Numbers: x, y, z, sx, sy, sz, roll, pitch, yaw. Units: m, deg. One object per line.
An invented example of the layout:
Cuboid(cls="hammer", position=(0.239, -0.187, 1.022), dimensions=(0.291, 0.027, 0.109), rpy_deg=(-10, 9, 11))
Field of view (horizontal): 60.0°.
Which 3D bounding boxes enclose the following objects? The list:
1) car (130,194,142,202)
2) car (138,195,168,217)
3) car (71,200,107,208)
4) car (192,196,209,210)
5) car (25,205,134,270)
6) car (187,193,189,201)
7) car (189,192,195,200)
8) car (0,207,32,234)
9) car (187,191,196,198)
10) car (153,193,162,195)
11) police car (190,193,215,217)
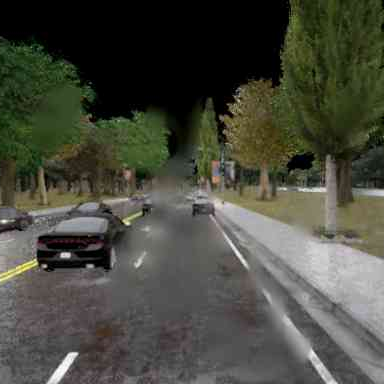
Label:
Cuboid(cls="car", position=(-9.800, 1.047, 59.740), dimensions=(1.994, 1.385, 4.181), rpy_deg=(0, 1, 1))
Cuboid(cls="car", position=(-3.157, 1.274, 29.148), dimensions=(1.882, 1.535, 5.008), rpy_deg=(0, 0, 0))
Cuboid(cls="car", position=(-6.603, 1.337, 21.644), dimensions=(1.882, 1.535, 5.008), rpy_deg=(0, 0, 0))
Cuboid(cls="car", position=(0.966, 1.209, 39.002), dimensions=(1.837, 1.490, 4.892), rpy_deg=(0, 1, 0))
Cuboid(cls="car", position=(-3.153, 1.414, 10.766), dimensions=(1.882, 1.535, 5.008), rpy_deg=(0, 0, 0))
Cuboid(cls="car", position=(-0.014, 1.047, 62.851), dimensions=(1.895, 1.301, 4.718), rpy_deg=(0, 1, 0))
Cuboid(cls="car", position=(0.964, 0.995, 44.970), dimensions=(2.097, 1.767, 4.553), rpy_deg=(0, 1, 0))
Cuboid(cls="car", position=(-9.854, 1.445, 16.501), dimensions=(2.033, 1.411, 5.357), rpy_deg=(0, 0, 0))
Cuboid(cls="car", position=(-0.018, 0.647, 80.422), dimensions=(2.128, 1.511, 4.902), rpy_deg=(0, 1, 0))
Cuboid(cls="car", position=(-6.536, 0.941, 63.064), dimensions=(2.128, 1.511, 4.902), rpy_deg=(0, 1, 0))
Cuboid(cls="police car", position=(0.968, 1.222, 29.110), dimensions=(1.930, 1.638, 5.238), rpy_deg=(0, 1, 0))
